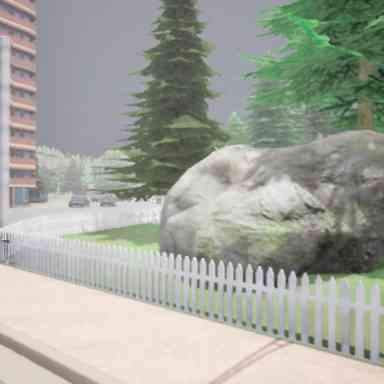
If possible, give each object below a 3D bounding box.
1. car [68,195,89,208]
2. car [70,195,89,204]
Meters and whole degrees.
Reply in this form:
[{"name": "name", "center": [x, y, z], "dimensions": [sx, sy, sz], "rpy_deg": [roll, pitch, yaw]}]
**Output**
[{"name": "car", "center": [-14.814, 1.348, 43.976], "dimensions": [2.033, 1.411, 5.357], "rpy_deg": [0, 0, -5]}, {"name": "car", "center": [-20.524, 1.273, 60.642], "dimensions": [2.128, 1.511, 4.902], "rpy_deg": [0, 0, -34]}]
